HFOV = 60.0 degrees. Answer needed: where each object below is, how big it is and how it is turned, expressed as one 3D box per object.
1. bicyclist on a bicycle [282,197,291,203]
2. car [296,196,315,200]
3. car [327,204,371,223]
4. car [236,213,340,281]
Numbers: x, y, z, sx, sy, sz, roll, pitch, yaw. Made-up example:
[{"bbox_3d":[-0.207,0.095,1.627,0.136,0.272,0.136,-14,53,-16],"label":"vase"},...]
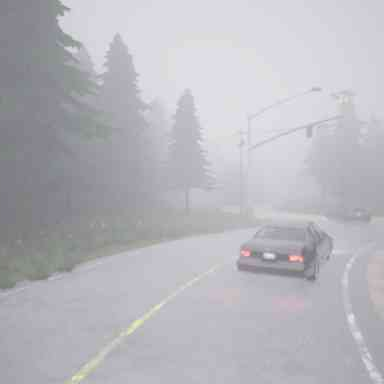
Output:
[{"bbox_3d":[11.837,1.483,41.565,1.656,1.620,0.582,0,0,3],"label":"bicyclist on a bicycle"},{"bbox_3d":[21.711,1.523,63.554,4.902,1.511,2.128,0,0,-42],"label":"car"},{"bbox_3d":[12.006,1.582,25.782,1.994,1.385,4.181,0,0,3],"label":"car"},{"bbox_3d":[3.008,1.548,10.007,2.033,1.411,5.357,0,0,29],"label":"car"}]
